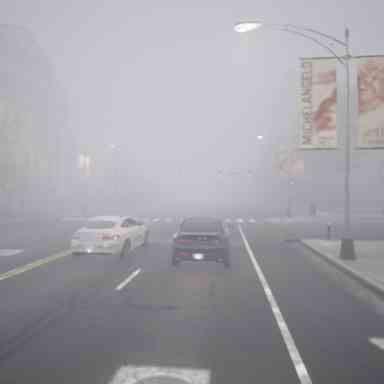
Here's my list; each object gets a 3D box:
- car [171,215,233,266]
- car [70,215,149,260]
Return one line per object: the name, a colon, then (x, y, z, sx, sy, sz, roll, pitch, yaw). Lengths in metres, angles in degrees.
car: (0.435, 1.572, 11.816, 1.837, 1.490, 4.892, 0, 0, 6)
car: (-2.985, 1.597, 12.768, 1.812, 1.442, 4.674, 0, 0, 6)
